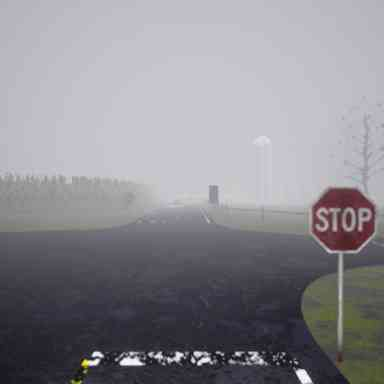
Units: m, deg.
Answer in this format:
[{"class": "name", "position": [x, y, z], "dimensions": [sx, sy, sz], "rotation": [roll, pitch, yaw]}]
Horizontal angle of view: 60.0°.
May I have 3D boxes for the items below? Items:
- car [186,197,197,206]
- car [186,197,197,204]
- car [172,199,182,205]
[{"class": "car", "position": [-0.106, 1.789, 60.661], "dimensions": [1.882, 1.535, 5.008], "rotation": [0, 0, 0]}, {"class": "car", "position": [-0.129, 1.827, 71.080], "dimensions": [2.128, 1.511, 4.902], "rotation": [0, 0, 0]}, {"class": "car", "position": [-2.865, 1.940, 65.223], "dimensions": [1.895, 1.301, 4.718], "rotation": [0, 0, 0]}]
